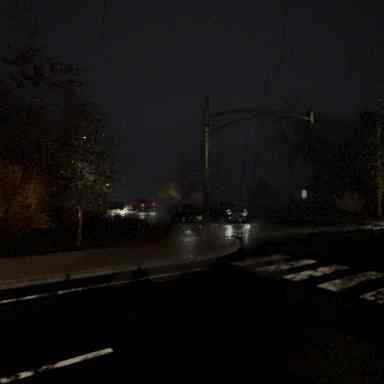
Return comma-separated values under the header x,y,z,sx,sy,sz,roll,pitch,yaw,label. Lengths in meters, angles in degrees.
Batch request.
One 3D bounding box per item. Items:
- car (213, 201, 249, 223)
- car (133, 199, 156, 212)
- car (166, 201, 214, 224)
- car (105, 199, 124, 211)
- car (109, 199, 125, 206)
x,y,z,sx,sy,sz,roll,pitch,yaw,label
2.639,1.540,27.160,2.097,1.767,4.553,1,-1,-27,car
-6.503,1.741,45.162,2.097,1.767,4.553,1,-1,-27,car
-0.499,1.666,26.159,1.837,1.490,4.892,1,-1,-27,car
-10.961,1.990,46.769,1.895,1.301,4.718,1,-1,-27,car
-16.241,2.208,71.672,2.033,1.411,5.357,1,-1,-27,car
